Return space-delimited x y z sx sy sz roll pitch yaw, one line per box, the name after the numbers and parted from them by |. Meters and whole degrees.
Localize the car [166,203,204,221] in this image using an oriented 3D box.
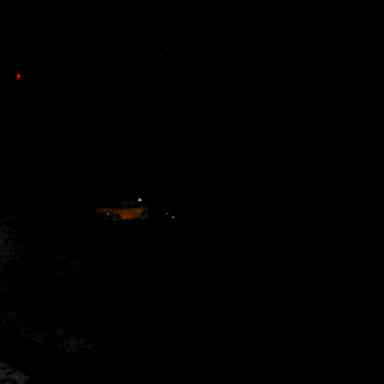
-0.003 1.719 29.240 2.033 1.411 5.357 1 0 35 | car

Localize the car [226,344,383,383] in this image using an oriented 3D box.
2.137 1.546 1.434 4.507 1.381 1.887 0 1 35 | car

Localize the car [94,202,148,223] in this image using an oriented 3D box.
-5.598 1.555 26.957 1.882 1.535 5.008 1 0 35 | car
